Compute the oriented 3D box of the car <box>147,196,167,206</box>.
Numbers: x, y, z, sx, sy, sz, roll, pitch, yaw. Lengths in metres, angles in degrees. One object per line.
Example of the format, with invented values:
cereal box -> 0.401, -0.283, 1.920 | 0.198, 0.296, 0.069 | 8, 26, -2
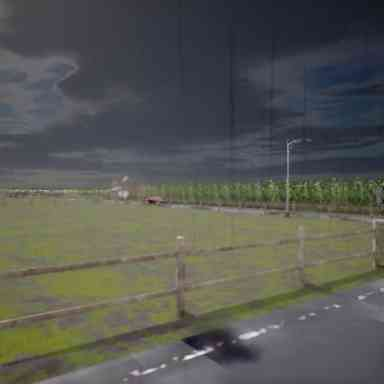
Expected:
car -> -6.165, 1.556, 58.239 | 1.882, 1.535, 5.008 | 0, 0, -36
